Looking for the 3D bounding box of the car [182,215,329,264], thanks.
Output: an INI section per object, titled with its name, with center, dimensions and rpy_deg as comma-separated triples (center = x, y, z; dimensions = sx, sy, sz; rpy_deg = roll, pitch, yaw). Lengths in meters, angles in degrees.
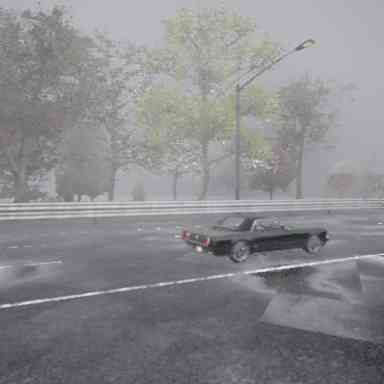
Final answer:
[car]
center = 2.168, 1.391, 10.790
dimensions = 4.718, 1.301, 1.895
rpy_deg = 0, 0, -27
